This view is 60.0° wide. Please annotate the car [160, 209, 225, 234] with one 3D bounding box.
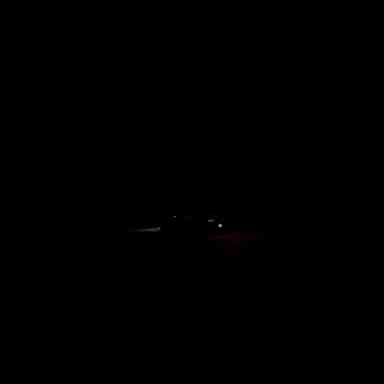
[{"bbox_3d":[-0.048,1.843,21.517,4.674,1.442,1.812,-2,-2,41],"label":"car"}]
